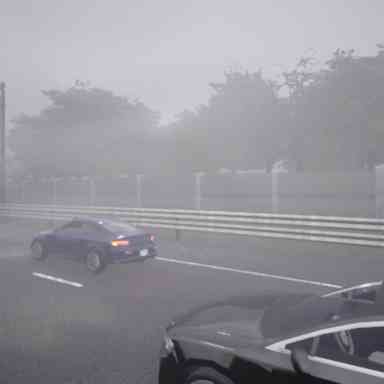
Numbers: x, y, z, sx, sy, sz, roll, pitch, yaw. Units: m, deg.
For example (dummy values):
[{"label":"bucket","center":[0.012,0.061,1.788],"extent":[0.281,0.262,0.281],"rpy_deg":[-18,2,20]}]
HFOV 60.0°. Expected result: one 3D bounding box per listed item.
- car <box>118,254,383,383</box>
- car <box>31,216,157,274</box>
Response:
[{"label":"car","center":[1.878,1.492,2.636],"extent":[4.902,1.511,2.128],"rpy_deg":[0,0,36]},{"label":"car","center":[-3.175,1.486,10.460],"extent":[4.674,1.442,1.812],"rpy_deg":[0,0,36]}]
